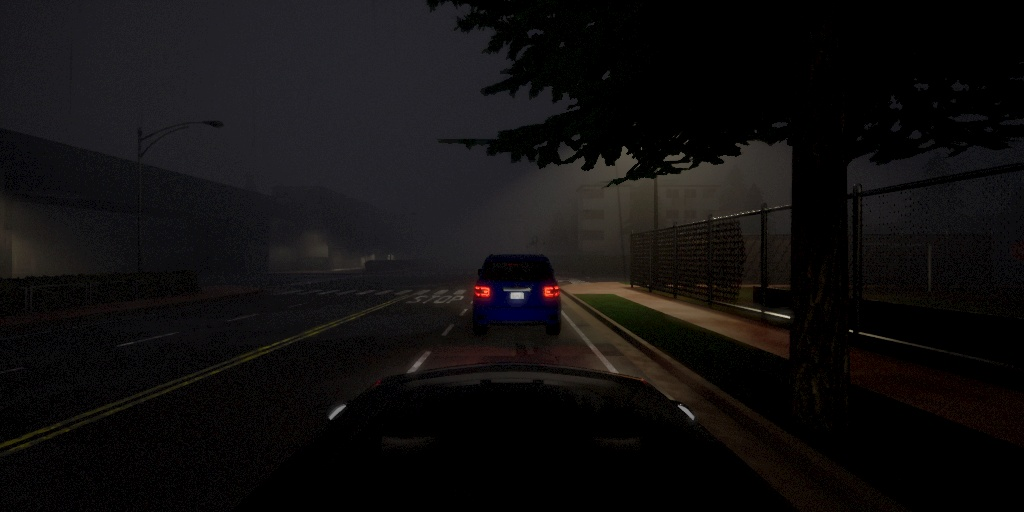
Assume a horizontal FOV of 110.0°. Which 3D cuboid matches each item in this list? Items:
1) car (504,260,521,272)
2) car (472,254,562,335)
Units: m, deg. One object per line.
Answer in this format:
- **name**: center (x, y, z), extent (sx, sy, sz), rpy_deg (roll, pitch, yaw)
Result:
- **car**: center (0.068, 1.242, 46.452), extent (2.128, 1.511, 4.902), rpy_deg (0, 0, -1)
- **car**: center (0.125, 0.972, 10.609), extent (2.150, 2.045, 5.566), rpy_deg (0, 0, 0)
